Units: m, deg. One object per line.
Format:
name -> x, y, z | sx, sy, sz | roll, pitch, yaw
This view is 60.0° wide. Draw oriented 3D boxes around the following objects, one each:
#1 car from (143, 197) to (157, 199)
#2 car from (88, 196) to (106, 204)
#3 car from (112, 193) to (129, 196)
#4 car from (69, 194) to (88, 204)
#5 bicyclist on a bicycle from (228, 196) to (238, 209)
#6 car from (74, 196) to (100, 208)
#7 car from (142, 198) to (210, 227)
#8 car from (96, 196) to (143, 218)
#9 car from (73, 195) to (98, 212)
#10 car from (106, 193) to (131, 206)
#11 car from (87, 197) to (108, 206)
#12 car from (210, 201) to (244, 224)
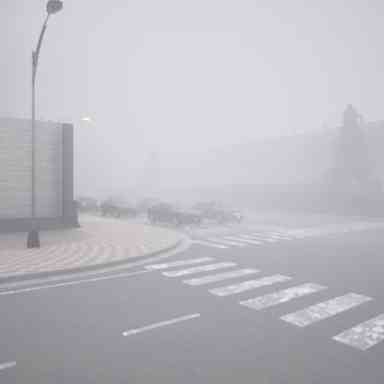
car -> -3.651, 1.293, 31.925 | 2.097, 1.767, 4.553 | 0, 0, -36
car -> -18.681, 1.465, 65.159 | 1.812, 1.442, 4.674 | 0, 0, -36
car -> -8.786, 1.293, 39.111 | 2.097, 1.767, 4.553 | 0, 0, -35
car -> -21.713, 1.292, 63.430 | 2.097, 1.767, 4.553 | 0, 0, -36
bicyclist on a bicycle -> 4.743, 1.240, 39.070 | 1.656, 1.620, 0.582 | 0, 0, -36
car -> -15.278, 1.433, 48.227 | 2.128, 1.511, 4.902 | 0, 0, -35
car -> -1.230, 1.420, 22.521 | 1.882, 1.535, 5.008 | 0, 0, -36
car -> -6.681, 1.420, 30.147 | 1.882, 1.535, 5.008 | 0, 0, -36
car -> -12.054, 1.294, 37.674 | 2.097, 1.767, 4.553 | 0, 0, -36
car -> -12.473, 1.161, 56.474 | 2.150, 2.045, 5.566 | 0, 0, -36
car -> -15.747, 1.541, 55.209 | 1.895, 1.301, 4.718 | 0, 0, -36
car -> 1.704, 1.433, 24.434 | 2.128, 1.511, 4.902 | 0, 0, -36
